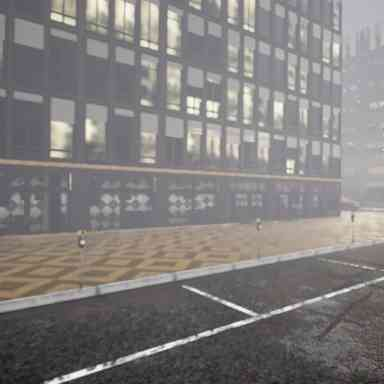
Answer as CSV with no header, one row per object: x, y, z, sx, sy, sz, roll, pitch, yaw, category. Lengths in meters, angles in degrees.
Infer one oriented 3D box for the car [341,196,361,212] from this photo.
16.860,1.337,38.739,2.192,1.841,5.009,1,-1,-34,car

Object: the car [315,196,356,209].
20.641,1.455,48.062,2.192,1.841,5.009,1,-1,-34,car
